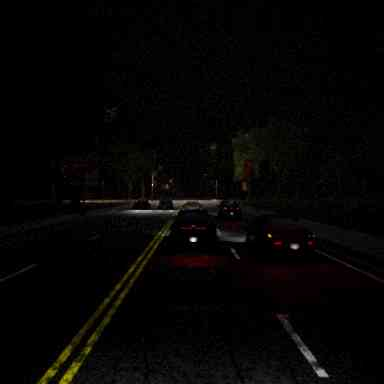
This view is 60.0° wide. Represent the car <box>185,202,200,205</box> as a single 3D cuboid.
[{"bbox_3d":[0.020,1.615,30.710,1.812,1.442,4.674,0,0,0],"label":"car"}]

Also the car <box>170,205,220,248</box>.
[{"bbox_3d":[0.053,1.545,14.888,1.837,1.490,4.892,0,0,0],"label":"car"}]

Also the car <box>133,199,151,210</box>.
[{"bbox_3d":[-6.690,1.698,44.660,1.994,1.385,4.181,0,0,0],"label":"car"}]

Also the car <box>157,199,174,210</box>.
[{"bbox_3d":[-3.440,1.658,44.203,1.812,1.442,4.674,0,0,0],"label":"car"}]

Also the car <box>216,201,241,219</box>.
[{"bbox_3d":[3.269,1.578,29.736,2.128,1.511,4.902,0,0,0],"label":"car"}]

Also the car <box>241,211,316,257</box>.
[{"bbox_3d":[3.294,1.561,12.967,1.812,1.442,4.674,0,0,0],"label":"car"}]
